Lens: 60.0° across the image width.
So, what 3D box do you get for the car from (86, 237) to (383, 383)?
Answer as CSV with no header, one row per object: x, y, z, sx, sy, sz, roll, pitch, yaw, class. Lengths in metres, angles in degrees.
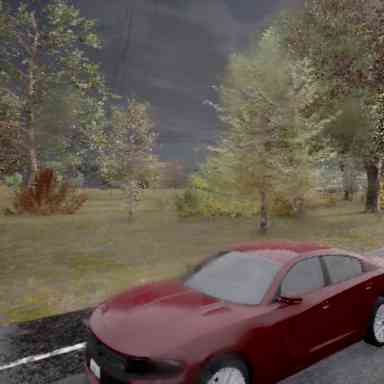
1.073,1.478,4.757,5.008,1.535,1.882,0,0,-35,car
